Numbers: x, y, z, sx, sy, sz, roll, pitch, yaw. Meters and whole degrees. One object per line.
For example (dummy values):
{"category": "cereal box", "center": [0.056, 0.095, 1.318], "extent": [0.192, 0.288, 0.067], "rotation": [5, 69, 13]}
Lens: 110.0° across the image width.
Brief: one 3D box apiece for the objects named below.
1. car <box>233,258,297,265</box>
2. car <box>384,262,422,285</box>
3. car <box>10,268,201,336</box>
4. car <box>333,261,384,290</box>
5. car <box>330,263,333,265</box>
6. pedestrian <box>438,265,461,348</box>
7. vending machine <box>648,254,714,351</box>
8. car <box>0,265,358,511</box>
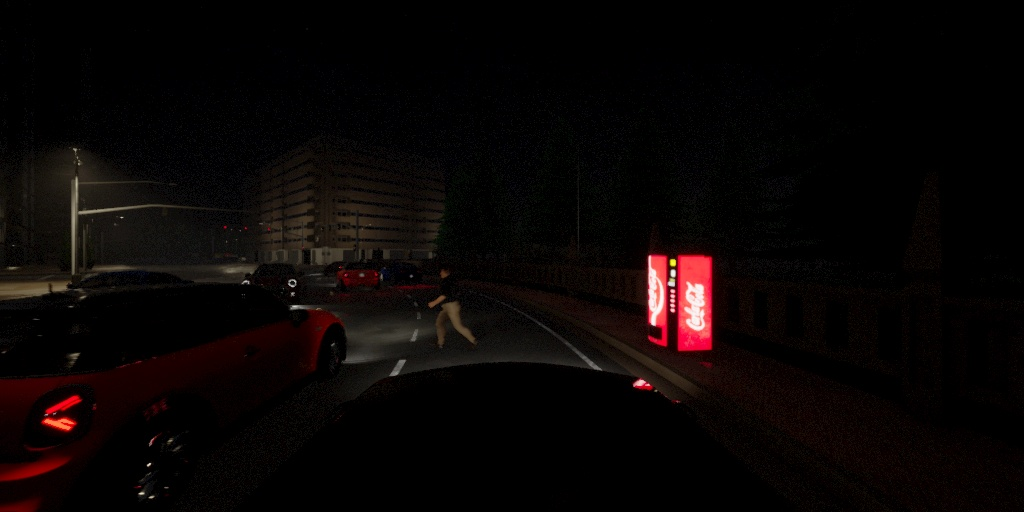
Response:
{"category": "car", "center": [-10.425, 1.100, 15.915], "extent": [2.097, 1.767, 4.553], "rotation": [0, 0, -25]}
{"category": "car", "center": [-8.321, 1.224, 26.634], "extent": [1.882, 1.535, 5.008], "rotation": [0, 0, -35]}
{"category": "car", "center": [-12.389, 1.226, 11.552], "extent": [1.882, 1.535, 5.008], "rotation": [0, 0, -20]}
{"category": "car", "center": [-9.585, 1.100, 22.132], "extent": [2.097, 1.767, 4.553], "rotation": [0, 0, -30]}
{"category": "car", "center": [-17.593, 1.271, 36.676], "extent": [4.674, 1.442, 1.812], "rotation": [0, 0, 42]}
{"category": "pedestrian", "center": [-1.318, 1.043, 7.579], "extent": [0.375, 1.860, 0.375], "rotation": [0, 0, -8]}
{"category": "vending machine", "center": [3.506, 0.944, 7.541], "extent": [1.100, 2.100, 0.880], "rotation": [0, 0, -8]}
{"category": "car", "center": [-3.805, 1.101, 4.311], "extent": [2.097, 1.767, 4.553], "rotation": [0, 0, -3]}
